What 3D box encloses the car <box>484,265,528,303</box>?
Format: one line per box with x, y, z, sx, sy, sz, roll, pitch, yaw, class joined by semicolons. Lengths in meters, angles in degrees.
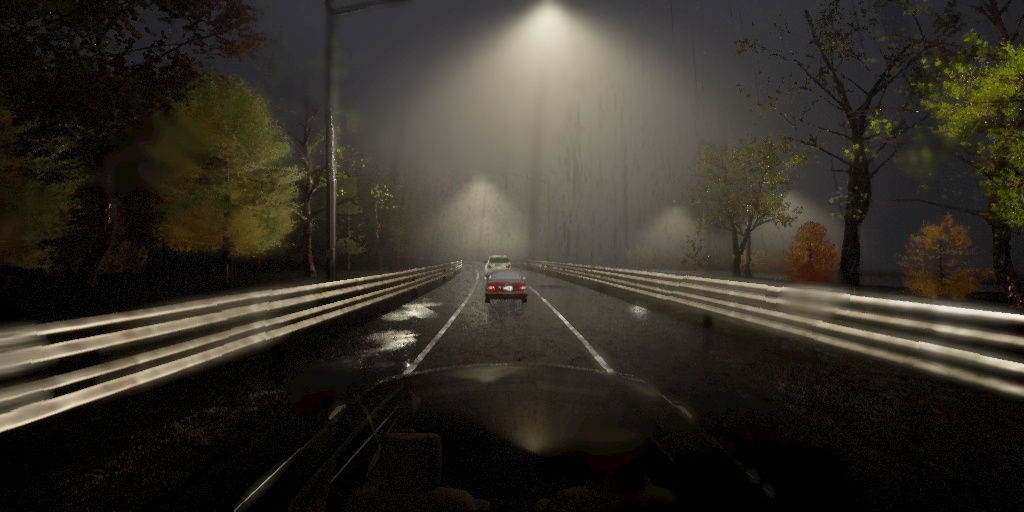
-0.315;1.308;16.605;2.033;1.411;5.357;0;0;-2;car

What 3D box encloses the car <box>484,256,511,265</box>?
-1.255;0.992;31.677;2.150;2.045;5.566;0;0;-5;car
